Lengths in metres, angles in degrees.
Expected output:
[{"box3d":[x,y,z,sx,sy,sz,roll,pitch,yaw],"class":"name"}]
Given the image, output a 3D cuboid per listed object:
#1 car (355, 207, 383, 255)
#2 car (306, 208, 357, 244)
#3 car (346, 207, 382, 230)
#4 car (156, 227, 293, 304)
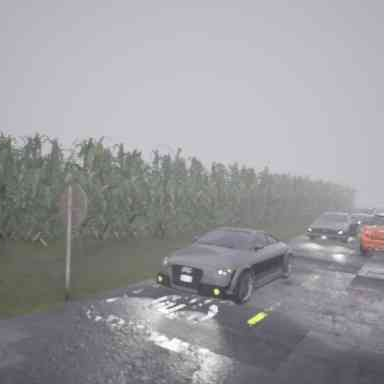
[{"box3d":[8.469,1.646,13.856,2.097,1.767,4.553,2,0,35],"class":"car"},{"box3d":[7.824,1.831,18.036,2.033,1.411,5.357,2,0,35],"class":"car"},{"box3d":[13.784,2.000,26.504,1.837,1.490,4.892,2,0,35],"class":"car"},{"box3d":[1.038,1.613,8.389,1.994,1.385,4.181,2,0,35],"class":"car"}]
